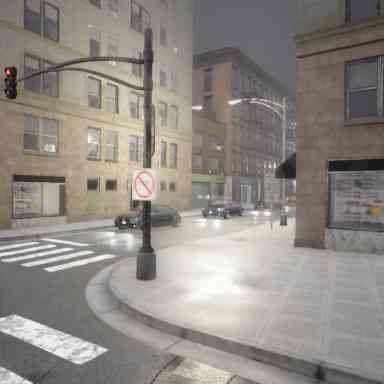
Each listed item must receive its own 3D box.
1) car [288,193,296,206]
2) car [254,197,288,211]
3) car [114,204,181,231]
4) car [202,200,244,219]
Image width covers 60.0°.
[{"bbox_3d":[13.713,0.870,42.991,2.097,1.767,4.553,1,1,34],"label":"car"},{"bbox_3d":[7.991,1.191,34.481,1.994,1.385,4.181,1,1,34],"label":"car"},{"bbox_3d":[-2.421,1.388,18.887,1.994,1.385,4.181,1,1,34],"label":"car"},{"bbox_3d":[2.493,1.296,26.254,1.994,1.385,4.181,1,1,34],"label":"car"}]
